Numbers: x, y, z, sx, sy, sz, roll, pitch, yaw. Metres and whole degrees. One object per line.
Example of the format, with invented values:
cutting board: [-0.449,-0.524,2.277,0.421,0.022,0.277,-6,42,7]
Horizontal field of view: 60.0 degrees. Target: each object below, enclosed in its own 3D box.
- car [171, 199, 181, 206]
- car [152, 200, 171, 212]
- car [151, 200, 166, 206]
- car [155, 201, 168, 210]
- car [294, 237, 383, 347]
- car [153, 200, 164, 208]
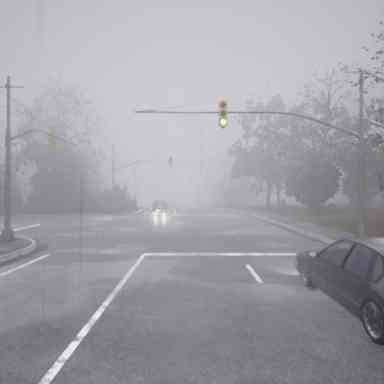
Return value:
car: [-4.498,2.591,82.751,2.097,1.767,4.553,0,-2,-22]
car: [-4.108,1.781,43.351,2.128,1.511,4.902,0,-1,-3]
car: [-8.279,2.807,82.808,2.033,1.411,5.357,0,-2,-25]
car: [-4.903,2.084,53.344,1.895,1.301,4.718,0,-1,-7]
car: [3.595,1.579,6.304,2.033,1.411,5.357,0,0,0]
car: [-6.564,2.284,64.544,1.837,1.490,4.892,0,-1,-10]
